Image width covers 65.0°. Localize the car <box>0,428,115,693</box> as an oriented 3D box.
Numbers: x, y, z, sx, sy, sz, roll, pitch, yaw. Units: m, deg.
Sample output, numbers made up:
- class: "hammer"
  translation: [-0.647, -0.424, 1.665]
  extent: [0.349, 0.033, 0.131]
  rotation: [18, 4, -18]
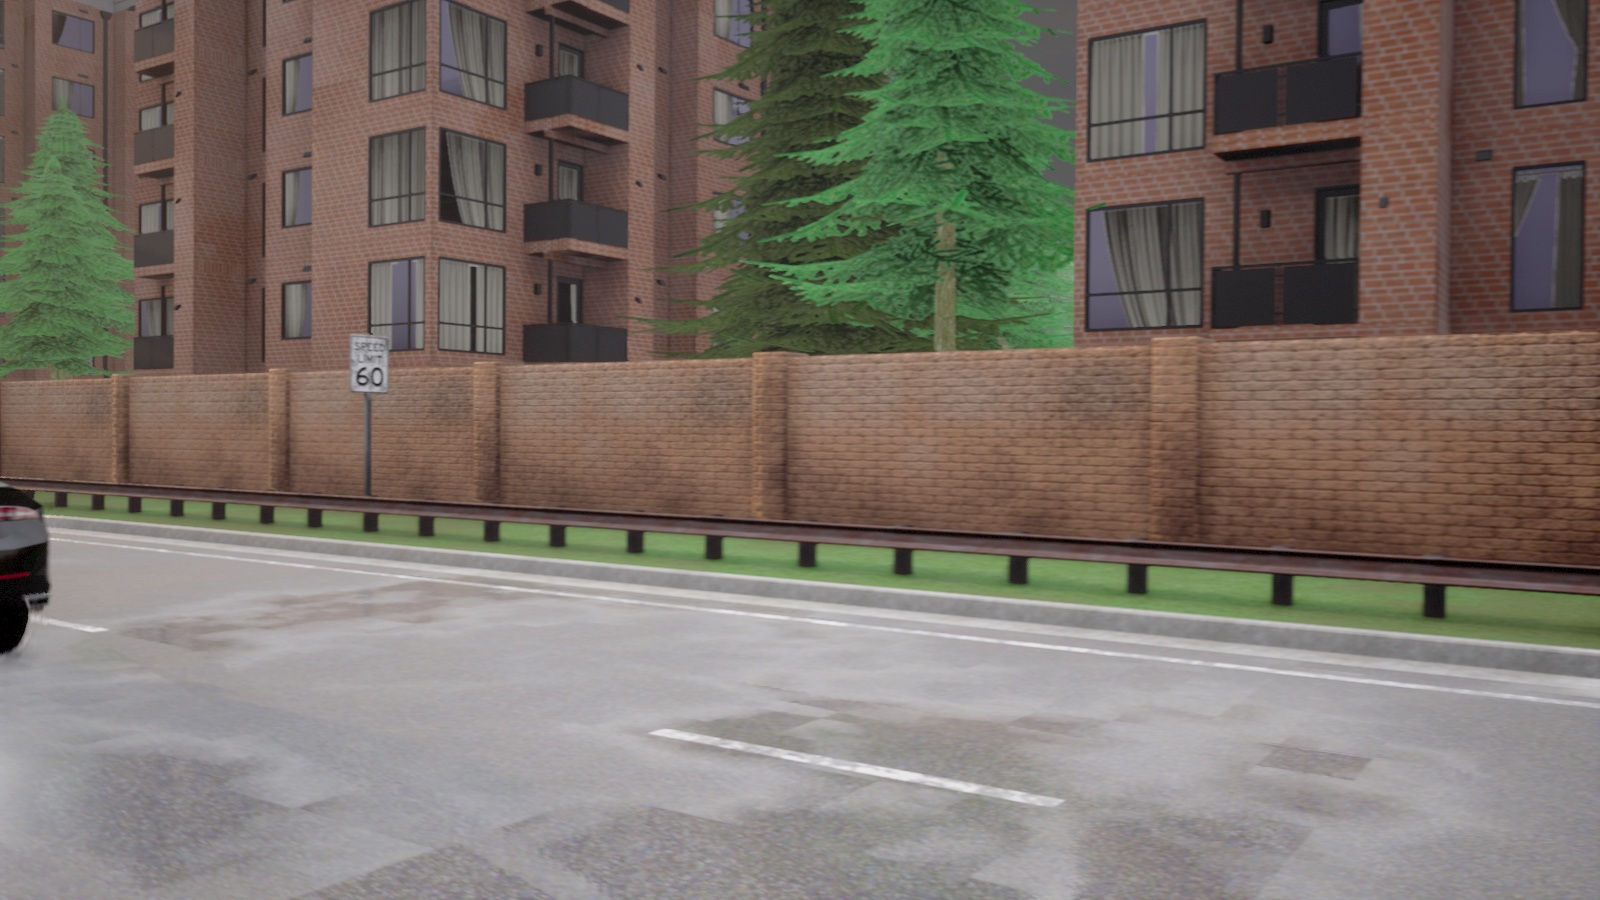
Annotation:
- class: "car"
  translation: [-6.838, 0.638, 8.166]
  extent: [4.902, 1.511, 2.128]
  rotation: [0, 1, 34]
